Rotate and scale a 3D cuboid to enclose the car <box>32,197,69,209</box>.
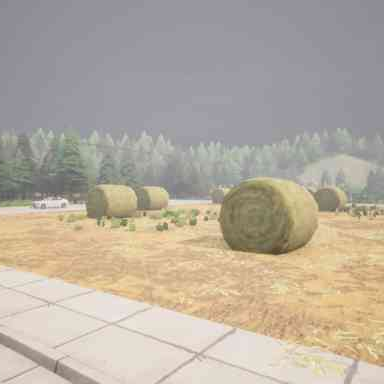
[{"bbox_3d":[-18.422,1.404,43.468,1.812,1.442,4.674,0,0,36],"label":"car"}]
